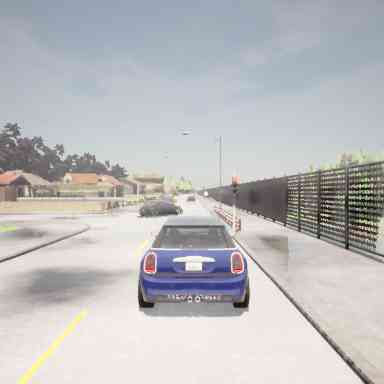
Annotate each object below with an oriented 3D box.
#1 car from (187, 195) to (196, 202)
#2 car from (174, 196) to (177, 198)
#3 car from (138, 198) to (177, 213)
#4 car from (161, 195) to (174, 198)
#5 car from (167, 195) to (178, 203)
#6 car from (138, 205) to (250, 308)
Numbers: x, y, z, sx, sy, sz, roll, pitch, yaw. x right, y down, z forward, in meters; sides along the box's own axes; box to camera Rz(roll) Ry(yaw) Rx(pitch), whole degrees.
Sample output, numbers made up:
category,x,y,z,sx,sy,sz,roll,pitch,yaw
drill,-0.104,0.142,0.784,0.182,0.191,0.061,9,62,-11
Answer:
category,x,y,z,sx,sy,sz,roll,pitch,yaw
car,-0.143,1.524,76.278,1.812,1.442,4.674,0,0,0
car,-4.183,1.547,60.701,2.033,1.411,5.357,0,0,0
car,-2.858,1.564,30.694,4.181,1.385,1.994,0,0,-45
car,-4.182,1.526,50.933,1.812,1.442,4.674,0,0,0
car,-4.133,1.478,70.964,1.882,1.535,5.008,0,0,0
car,0.038,1.352,8.078,2.097,1.767,4.553,0,0,0
